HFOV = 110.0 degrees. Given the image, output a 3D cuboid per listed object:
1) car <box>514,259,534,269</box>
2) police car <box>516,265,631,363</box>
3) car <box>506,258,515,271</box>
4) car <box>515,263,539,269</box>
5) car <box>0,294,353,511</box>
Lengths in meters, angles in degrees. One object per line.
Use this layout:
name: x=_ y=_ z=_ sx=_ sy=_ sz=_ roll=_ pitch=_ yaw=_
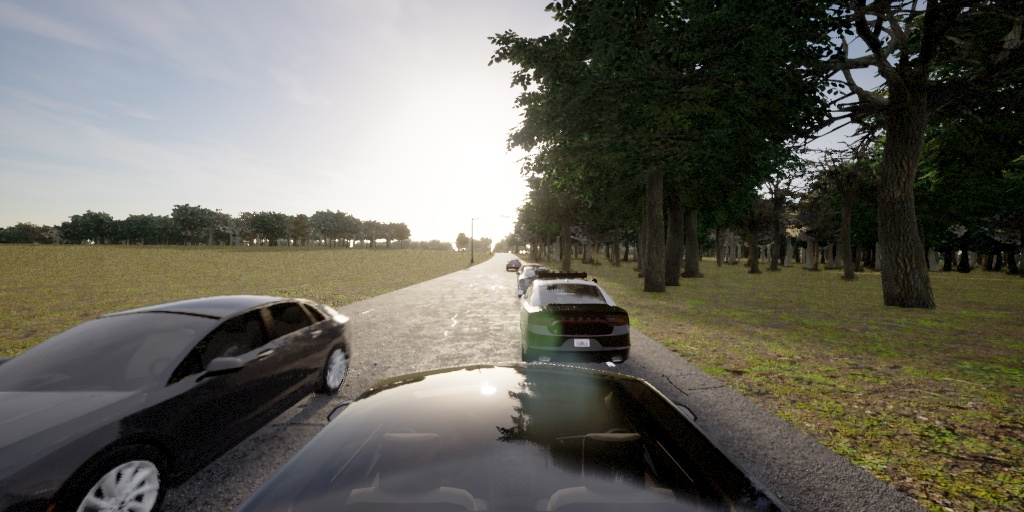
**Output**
car: x=1.246 y=1.153 z=24.349 sx=1.801 sy=1.575 sz=5.366 roll=0 pitch=0 yaw=0
police car: x=1.131 y=1.168 z=8.260 sx=1.930 sy=1.638 sz=5.238 roll=0 pitch=0 yaw=1
car: x=0.266 y=1.147 z=46.552 sx=1.994 sy=1.385 sz=4.181 roll=0 pitch=0 yaw=2
car: x=1.210 y=1.245 z=18.156 sx=1.812 sy=1.442 sz=4.674 roll=0 pitch=0 yaw=0
car: x=-3.467 y=1.253 z=3.839 sx=1.837 sy=1.490 sz=4.892 roll=0 pitch=0 yaw=1
